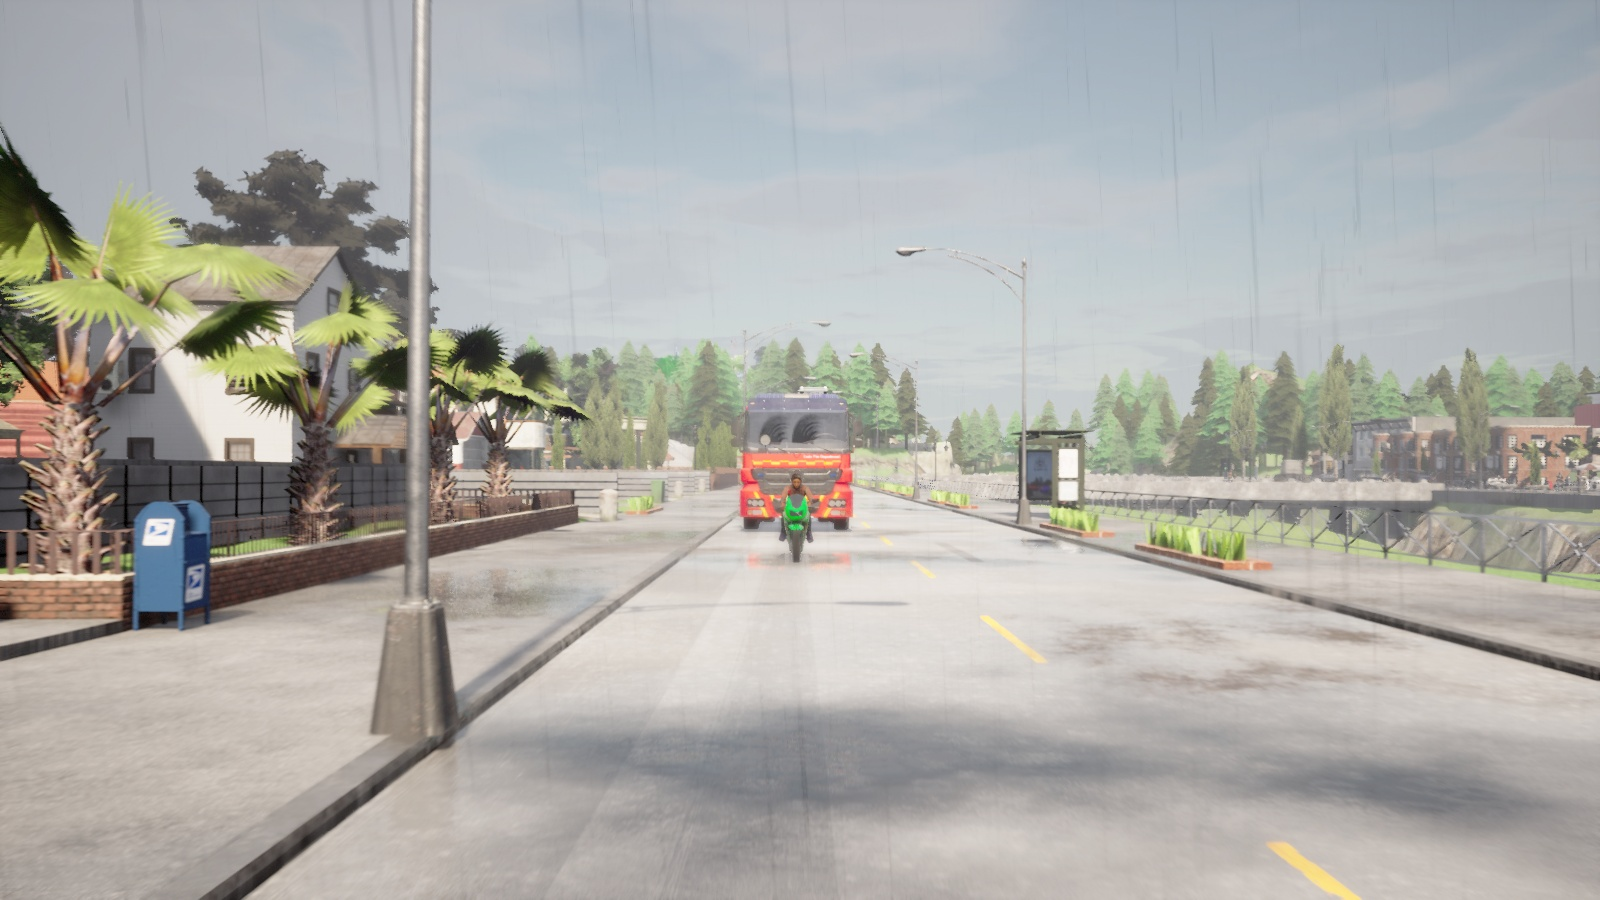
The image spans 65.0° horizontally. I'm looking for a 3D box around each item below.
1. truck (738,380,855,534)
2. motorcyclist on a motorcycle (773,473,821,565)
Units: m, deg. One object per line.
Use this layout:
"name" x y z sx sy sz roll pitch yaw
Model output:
"truck" -0.088 0.244 35.455 2.891 3.827 8.468 0 -1 0
"motorcyclist on a motorcycle" -0.052 1.163 21.877 0.797 1.523 2.044 0 -1 0
